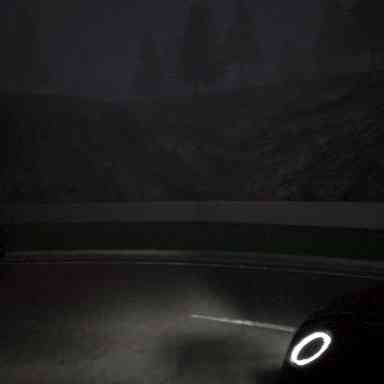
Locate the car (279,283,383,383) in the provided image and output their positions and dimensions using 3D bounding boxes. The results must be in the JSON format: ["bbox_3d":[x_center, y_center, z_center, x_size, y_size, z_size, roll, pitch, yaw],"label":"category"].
[{"bbox_3d":[2.886,1.223,2.076,4.553,1.767,2.097,0,2,40],"label":"car"}]

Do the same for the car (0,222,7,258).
[{"bbox_3d":[-7.569,1.209,7.920,5.566,2.045,2.150,-2,1,-8],"label":"car"}]
